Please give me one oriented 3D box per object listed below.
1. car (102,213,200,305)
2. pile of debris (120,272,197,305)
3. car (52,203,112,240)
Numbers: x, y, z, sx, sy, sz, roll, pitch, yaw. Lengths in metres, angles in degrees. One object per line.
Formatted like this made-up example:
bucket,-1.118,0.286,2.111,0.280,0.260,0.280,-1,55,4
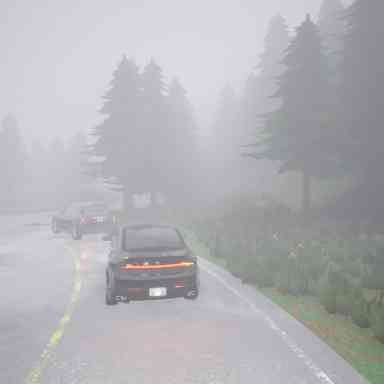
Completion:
car,-1.110,1.504,8.195,1.837,1.490,4.892,0,0,-12
pile of debris,-0.853,2.175,7.706,1.500,0.140,1.860,0,0,-14
car,-5.709,1.352,17.415,2.097,1.767,4.553,0,0,-39
